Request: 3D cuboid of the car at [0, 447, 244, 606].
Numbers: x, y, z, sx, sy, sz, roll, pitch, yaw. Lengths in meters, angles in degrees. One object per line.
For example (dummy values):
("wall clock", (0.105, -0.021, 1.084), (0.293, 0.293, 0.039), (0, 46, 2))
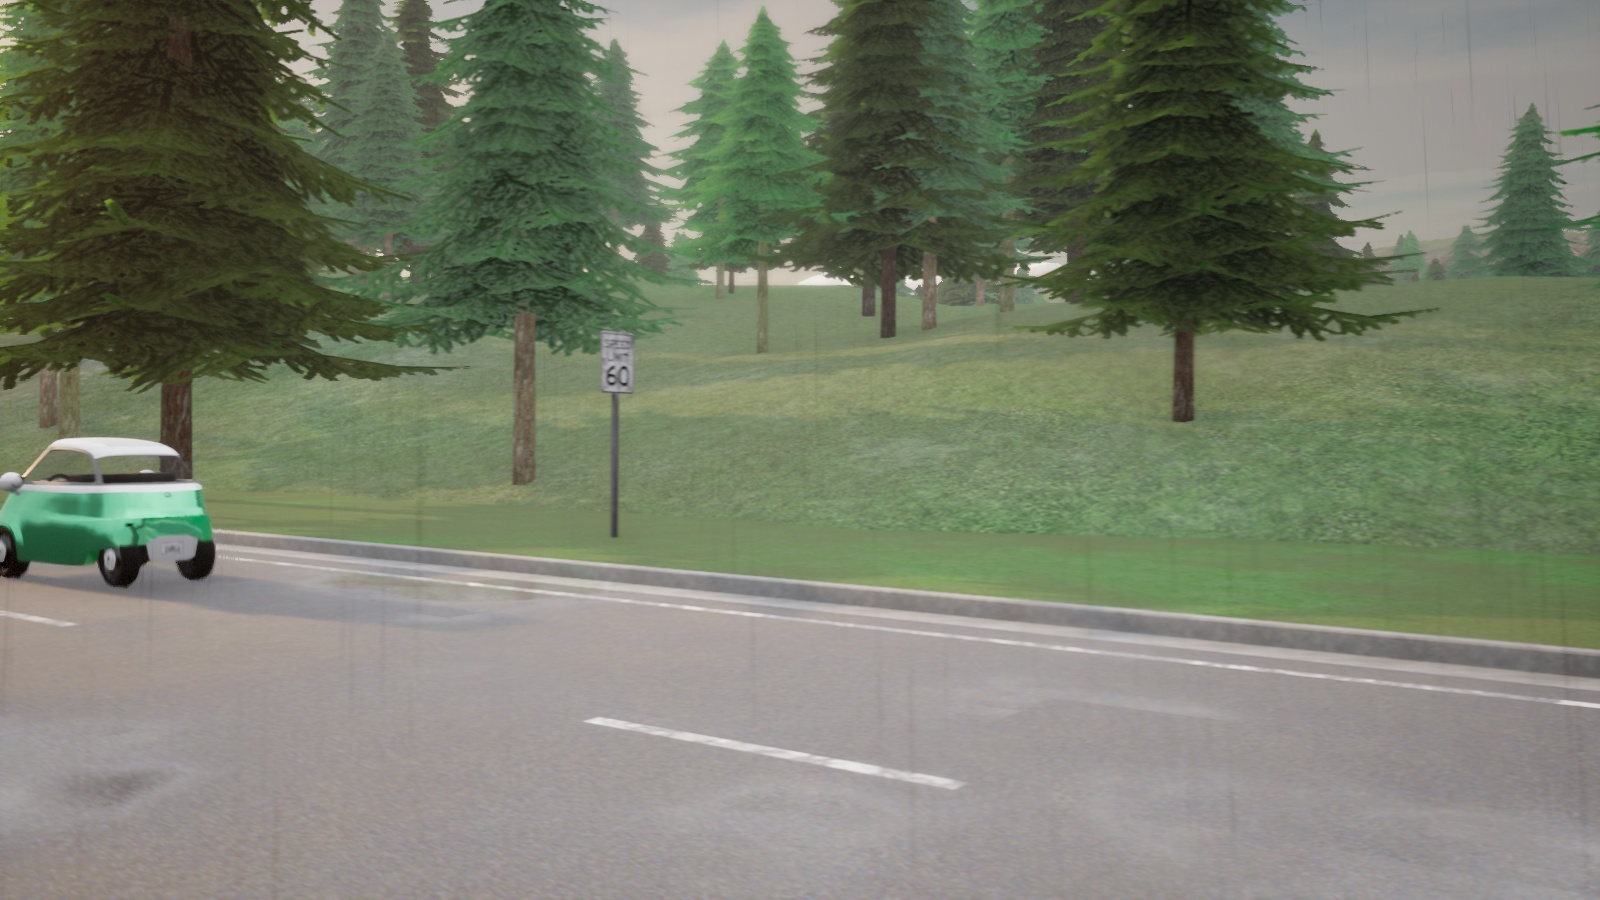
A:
("car", (-6.803, 0.679, 12.347), (2.207, 1.376, 1.481), (0, 1, 34))
